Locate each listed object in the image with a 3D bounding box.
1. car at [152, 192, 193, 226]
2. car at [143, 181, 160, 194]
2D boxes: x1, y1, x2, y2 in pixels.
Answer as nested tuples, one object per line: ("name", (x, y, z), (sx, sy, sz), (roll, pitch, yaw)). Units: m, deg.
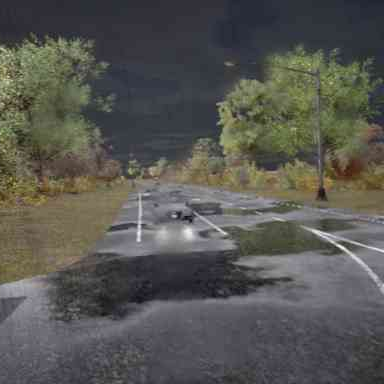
("car", (-1.168, 0.915, 18.186), (1.994, 1.385, 4.181), (-3, 3, -8))
("car", (-6.423, -0.621, 51.688), (1.837, 1.490, 4.892), (-4, 3, -8))
